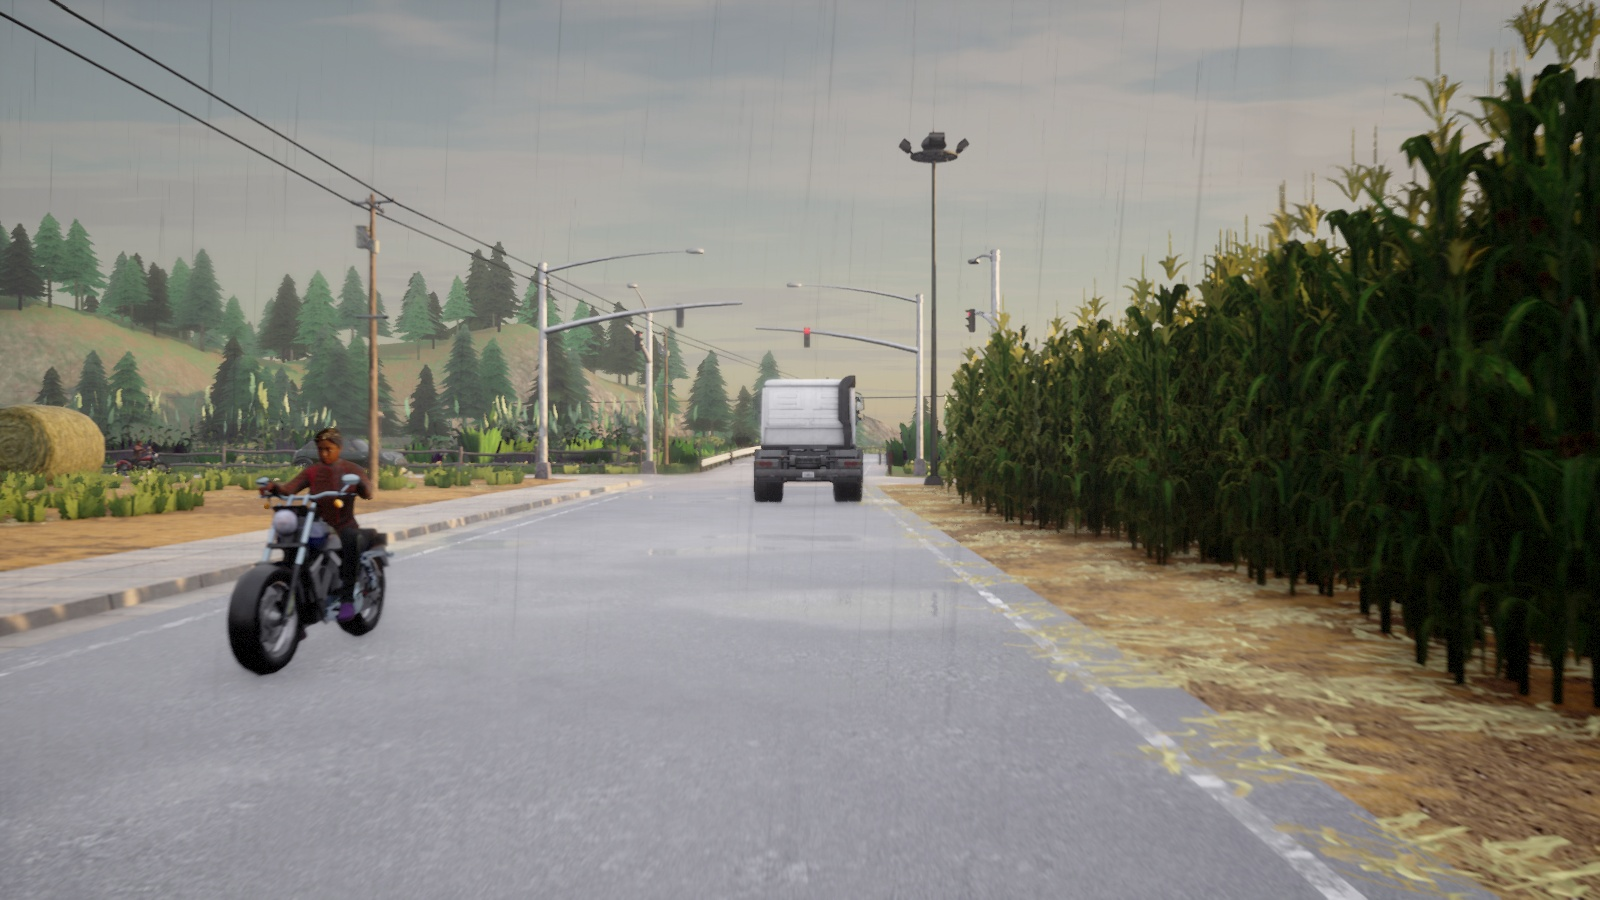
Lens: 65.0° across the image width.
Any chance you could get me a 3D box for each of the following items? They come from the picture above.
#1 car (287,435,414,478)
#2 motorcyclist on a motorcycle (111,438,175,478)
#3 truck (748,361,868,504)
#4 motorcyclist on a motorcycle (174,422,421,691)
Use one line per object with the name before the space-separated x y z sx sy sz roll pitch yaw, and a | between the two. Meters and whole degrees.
car | -18.729 0.262 52.442 4.553 1.767 2.097 0 0 3
motorcyclist on a motorcycle | -27.706 0.343 52.960 2.350 1.649 0.766 0 0 3
truck | 0.229 -0.430 34.371 2.891 3.462 7.936 0 0 0
motorcyclist on a motorcycle | -3.447 0.644 8.897 0.766 1.649 2.350 0 0 1
